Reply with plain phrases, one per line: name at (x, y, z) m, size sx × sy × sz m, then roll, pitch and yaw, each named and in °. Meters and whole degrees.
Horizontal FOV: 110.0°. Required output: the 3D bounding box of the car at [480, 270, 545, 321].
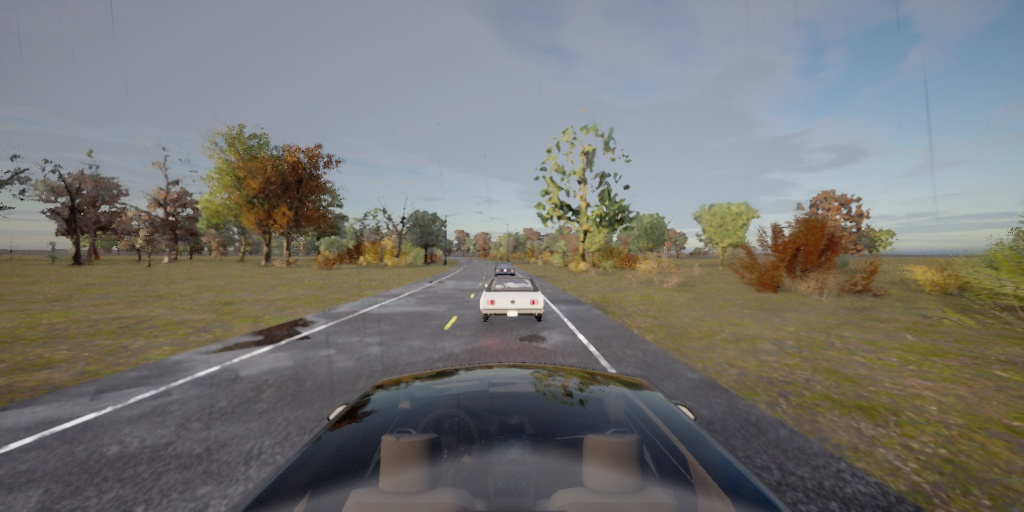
car at (-0.019, 1.343, 12.382) m, size 1.895 × 1.301 × 4.718 m, roll 0°, pitch 0°, yaw -1°

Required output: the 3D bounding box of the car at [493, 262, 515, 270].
car at (-0.698, 1.266, 32.419) m, size 2.033 × 1.411 × 5.357 m, roll 0°, pitch 0°, yaw -3°
